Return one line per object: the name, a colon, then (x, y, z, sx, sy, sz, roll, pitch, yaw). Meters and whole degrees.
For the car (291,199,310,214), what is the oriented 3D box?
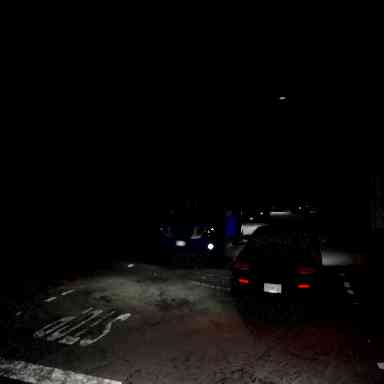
car: (12.204, 1.693, 37.380, 1.994, 1.385, 4.181, 0, -1, 19)

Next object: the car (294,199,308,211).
car: (15.380, 1.743, 46.883, 1.882, 1.535, 5.008, 0, -1, 19)

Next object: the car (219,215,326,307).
car: (2.162, 1.527, 8.034, 1.812, 1.442, 4.674, 0, 0, 19)

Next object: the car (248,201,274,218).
car: (4.981, 1.617, 25.938, 1.895, 1.301, 4.718, 0, 0, 19)

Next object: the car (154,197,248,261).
car: (0.528, 1.224, 12.851, 2.150, 2.045, 5.566, 0, 0, 19)

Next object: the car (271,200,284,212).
car: (10.387, 1.738, 41.536, 1.994, 1.385, 4.181, 0, -1, 19)
